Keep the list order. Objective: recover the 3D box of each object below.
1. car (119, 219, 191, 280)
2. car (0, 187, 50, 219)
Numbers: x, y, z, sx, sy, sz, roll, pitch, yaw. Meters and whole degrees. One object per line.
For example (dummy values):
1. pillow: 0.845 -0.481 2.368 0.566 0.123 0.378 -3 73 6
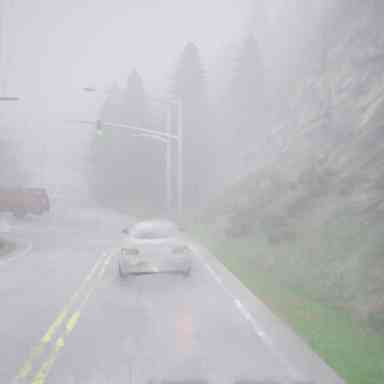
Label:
1. car: -1.105 1.526 9.893 1.812 1.442 4.674 -1 0 -7
2. car: -12.765 0.639 23.230 5.566 2.045 2.150 3 2 9
